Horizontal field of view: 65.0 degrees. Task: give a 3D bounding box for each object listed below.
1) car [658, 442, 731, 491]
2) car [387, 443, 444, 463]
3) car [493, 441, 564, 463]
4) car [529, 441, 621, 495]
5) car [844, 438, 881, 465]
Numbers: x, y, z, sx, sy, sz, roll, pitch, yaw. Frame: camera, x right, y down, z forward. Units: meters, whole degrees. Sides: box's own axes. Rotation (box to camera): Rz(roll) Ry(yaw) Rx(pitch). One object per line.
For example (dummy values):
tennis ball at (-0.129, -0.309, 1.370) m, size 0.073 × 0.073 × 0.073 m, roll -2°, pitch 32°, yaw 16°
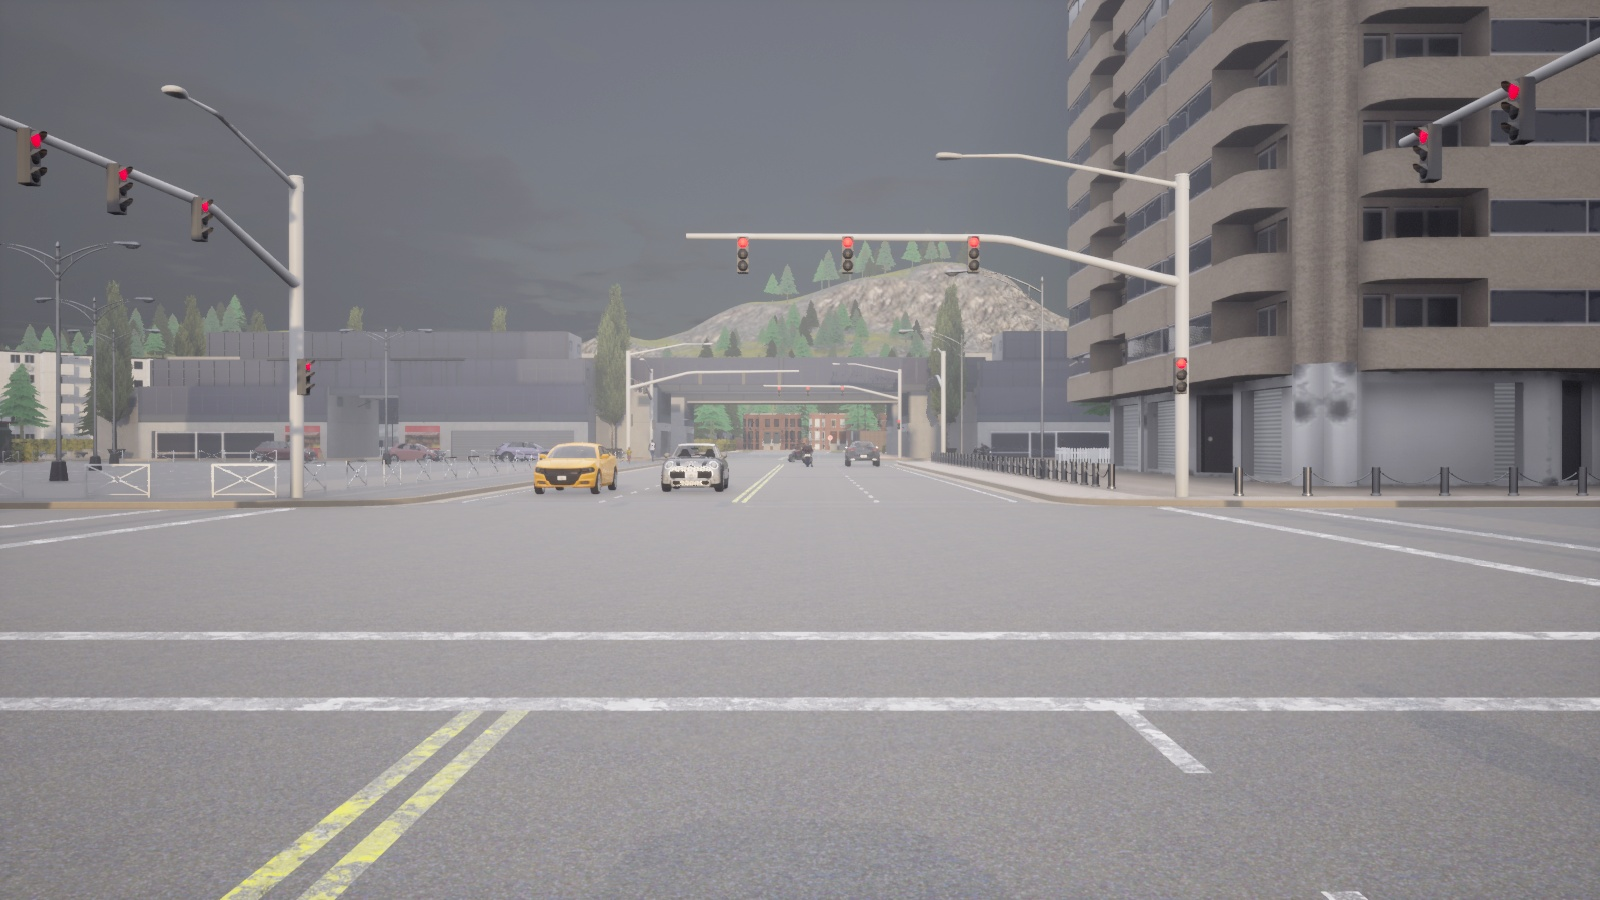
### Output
car at (-3.257, 0.486, 39.460) m, size 1.970 × 1.475 × 3.806 m, roll 0°, pitch 0°, yaw 0°
car at (-28.654, 0.209, 93.600) m, size 3.633 × 1.501 × 1.845 m, roll 0°, pitch 0°, yaw 2°
car at (-20.163, 0.133, 93.345) m, size 4.856 × 1.649 × 2.033 m, roll 0°, pitch 0°, yaw 1°
car at (-6.764, 0.503, 38.227) m, size 1.882 × 1.535 × 5.008 m, roll 0°, pitch 0°, yaw 0°
car at (3.982, 0.073, 80.615) m, size 2.152 × 1.651 × 5.027 m, roll 0°, pitch 0°, yaw 0°
